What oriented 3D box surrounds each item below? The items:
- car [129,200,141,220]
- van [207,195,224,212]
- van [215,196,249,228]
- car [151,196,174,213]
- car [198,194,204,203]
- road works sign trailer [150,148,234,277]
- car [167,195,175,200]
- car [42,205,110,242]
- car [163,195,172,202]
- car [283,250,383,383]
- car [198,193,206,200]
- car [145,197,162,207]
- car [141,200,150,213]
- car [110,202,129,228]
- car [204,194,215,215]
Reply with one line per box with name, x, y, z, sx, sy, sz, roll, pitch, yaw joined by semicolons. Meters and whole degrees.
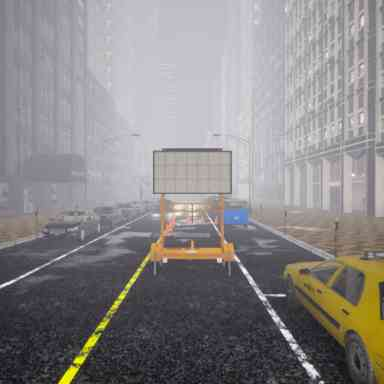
car;-5.710;1.538;27.574;1.887;1.381;4.507;-1;0;0
van;2.663;1.332;38.945;1.690;1.788;3.998;-1;0;0
van;2.671;1.336;21.894;1.690;1.788;3.998;-1;0;0
car;-3.016;1.497;36.356;1.837;1.490;4.892;0;0;0
car;2.654;1.536;61.679;2.008;1.369;4.403;-1;0;0
road works sign trailer;0.011;0.462;10.259;2.380;3.560;2.880;0;0;0
car;-5.739;1.502;89.924;1.752;1.417;4.829;-1;0;0
car;-5.705;1.547;16.206;2.008;1.369;4.403;-1;0;0
car;-5.735;1.420;78.726;1.967;1.590;4.097;-1;0;0
car;2.680;1.524;5.013;1.752;1.417;4.829;-1;0;0
car;2.639;1.291;90.098;2.192;1.841;5.009;-1;0;0
car;-5.721;1.539;50.308;2.008;1.369;4.403;-1;0;0
car;-5.714;1.543;33.257;2.008;1.369;4.403;-1;0;0
car;-5.708;1.561;21.890;1.947;1.339;4.313;-1;0;0
car;2.665;1.307;33.261;2.192;1.841;5.009;-1;0;0
